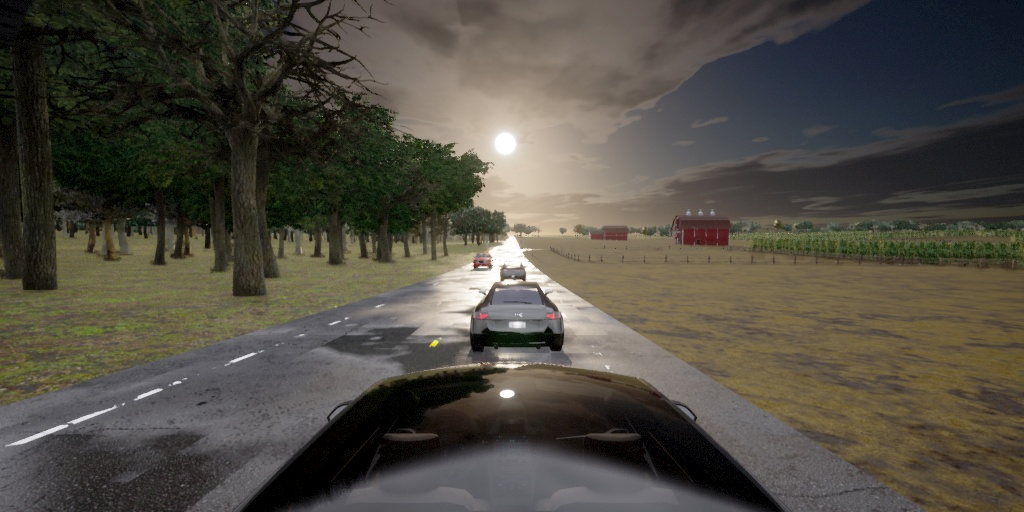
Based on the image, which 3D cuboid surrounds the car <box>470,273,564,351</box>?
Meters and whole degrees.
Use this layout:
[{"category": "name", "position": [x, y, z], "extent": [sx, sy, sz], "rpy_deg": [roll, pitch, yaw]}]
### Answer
[{"category": "car", "position": [0.093, 1.306, 8.972], "extent": [1.994, 1.385, 4.181], "rpy_deg": [0, 0, 0]}]

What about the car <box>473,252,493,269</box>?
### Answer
[{"category": "car", "position": [-3.637, 0.576, 45.372], "extent": [2.150, 2.045, 5.566], "rpy_deg": [0, 1, 0]}]

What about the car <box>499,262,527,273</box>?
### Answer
[{"category": "car", "position": [0.074, 1.164, 26.659], "extent": [2.128, 1.511, 4.902], "rpy_deg": [0, 1, 0]}]
